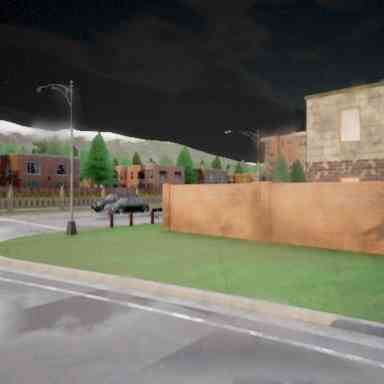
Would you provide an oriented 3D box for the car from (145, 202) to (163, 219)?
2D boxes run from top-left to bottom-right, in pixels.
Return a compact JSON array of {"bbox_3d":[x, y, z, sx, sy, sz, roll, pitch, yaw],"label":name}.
[{"bbox_3d":[-1.314,1.572,28.219,1.895,1.301,4.718,0,0,41],"label":"car"}]

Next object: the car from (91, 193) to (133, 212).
[{"bbox_3d":[-8.173,1.175,36.307,2.150,2.045,5.566,0,0,42],"label":"car"}]

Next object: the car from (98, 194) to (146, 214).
[{"bbox_3d":[-6.468,1.311,32.954,2.097,1.767,4.553,0,0,42],"label":"car"}]
